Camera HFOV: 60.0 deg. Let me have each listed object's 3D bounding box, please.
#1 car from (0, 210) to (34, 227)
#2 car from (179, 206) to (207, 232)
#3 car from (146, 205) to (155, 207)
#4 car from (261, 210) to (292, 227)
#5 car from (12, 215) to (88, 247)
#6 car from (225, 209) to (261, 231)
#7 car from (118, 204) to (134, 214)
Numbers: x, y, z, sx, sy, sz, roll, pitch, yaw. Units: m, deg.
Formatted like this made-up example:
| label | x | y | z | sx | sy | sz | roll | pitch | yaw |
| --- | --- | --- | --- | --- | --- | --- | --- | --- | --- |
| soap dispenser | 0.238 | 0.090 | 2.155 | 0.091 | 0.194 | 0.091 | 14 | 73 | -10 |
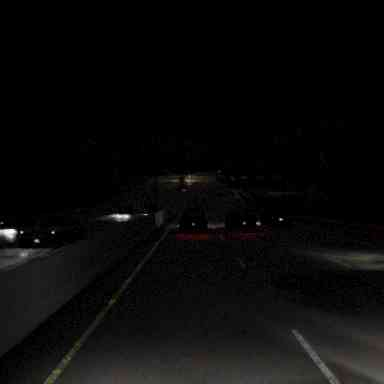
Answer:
| label | x | y | z | sx | sy | sz | roll | pitch | yaw |
| --- | --- | --- | --- | --- | --- | --- | --- | --- | --- |
| car | -14.080 | 2.168 | 26.689 | 1.994 | 1.385 | 4.181 | 0 | -1 | 0 |
| car | 0.096 | 2.028 | 24.343 | 1.882 | 1.535 | 5.008 | 0 | -1 | 0 |
| car | -7.009 | 2.526 | 58.271 | 1.895 | 1.301 | 4.718 | 0 | 0 | 0 |
| car | 7.096 | 2.212 | 28.573 | 1.994 | 1.385 | 4.181 | 0 | -1 | 0 |
| car | -7.086 | 1.992 | 17.435 | 1.895 | 1.301 | 4.718 | 0 | -1 | 0 |
| car | 3.596 | 2.051 | 25.346 | 1.882 | 1.535 | 5.008 | 0 | -1 | 0 |
| car | -10.507 | 2.715 | 53.466 | 2.128 | 1.511 | 4.902 | 0 | -1 | 0 |
